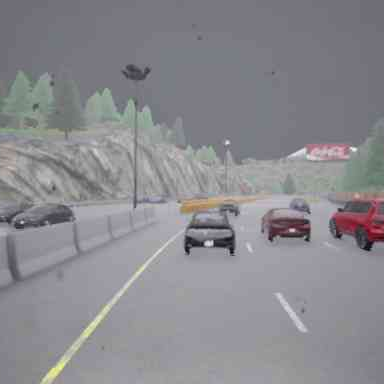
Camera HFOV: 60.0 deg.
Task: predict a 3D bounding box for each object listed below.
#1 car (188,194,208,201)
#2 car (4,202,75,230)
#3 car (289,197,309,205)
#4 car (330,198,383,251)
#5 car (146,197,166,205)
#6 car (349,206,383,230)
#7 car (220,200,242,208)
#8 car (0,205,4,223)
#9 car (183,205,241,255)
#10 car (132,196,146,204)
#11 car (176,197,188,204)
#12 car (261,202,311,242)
[{"bbox_3d":[1.611,1.327,64.045,2.150,2.045,5.566,0,0,18],"label":"car"},{"bbox_3d":[-9.203,1.505,21.038,1.837,1.490,4.892,0,-1,8],"label":"car"},{"bbox_3d":[11.959,1.455,37.295,2.097,1.767,4.553,0,0,14],"label":"car"},{"bbox_3d":[7.856,1.274,14.496,2.150,2.045,5.566,0,0,6],"label":"car"},{"bbox_3d":[-6.303,1.597,62.264,1.812,1.442,4.674,0,0,18],"label":"car"},{"bbox_3d":[12.427,1.683,22.629,1.895,1.301,4.718,0,0,9],"label":"car"},{"bbox_3d":[3.833,1.572,33.434,1.837,1.490,4.892,0,0,12],"label":"car"},{"bbox_3d":[-12.378,1.497,23.516,1.837,1.490,4.892,0,-1,8],"label":"car"},{"bbox_3d":[0.758,1.516,13.417,2.128,1.511,4.902,0,0,5],"label":"car"},{"bbox_3d":[-9.644,1.537,63.282,1.882,1.535,5.008,0,0,18],"label":"car"},{"bbox_3d":[-1.418,1.639,66.061,2.033,1.411,5.357,0,0,18],"label":"car"},{"bbox_3d":[4.619,1.522,16.914,1.882,1.535,5.008,0,0,6],"label":"car"}]
